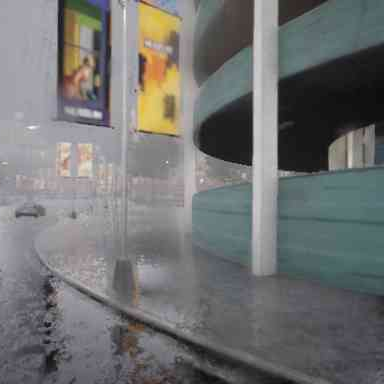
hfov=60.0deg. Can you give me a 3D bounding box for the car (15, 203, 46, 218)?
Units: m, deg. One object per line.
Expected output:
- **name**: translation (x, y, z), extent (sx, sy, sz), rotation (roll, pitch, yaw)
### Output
- **car**: translation (-15.635, 1.738, 32.346), extent (1.994, 1.385, 4.181), rotation (1, -1, -12)
